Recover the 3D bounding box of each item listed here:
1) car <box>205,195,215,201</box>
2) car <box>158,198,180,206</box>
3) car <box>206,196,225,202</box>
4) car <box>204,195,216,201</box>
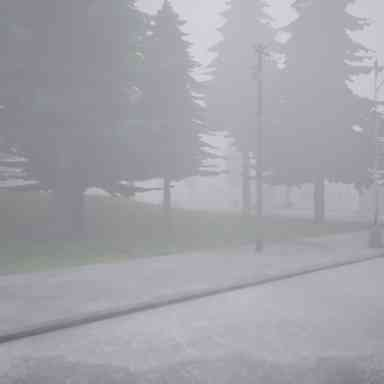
[{"bbox_3d":[6.371,1.754,91.466,4.536,1.218,1.853,0,0,-6],"label":"car"},{"bbox_3d":[-4.022,1.727,58.634,1.895,1.301,4.718,0,0,-35],"label":"car"},{"bbox_3d":[6.422,1.912,91.471,4.974,1.542,2.038,0,0,-6],"label":"car"},{"bbox_3d":[5.077,1.670,93.948,1.845,1.501,3.633,0,0,-24],"label":"car"}]
